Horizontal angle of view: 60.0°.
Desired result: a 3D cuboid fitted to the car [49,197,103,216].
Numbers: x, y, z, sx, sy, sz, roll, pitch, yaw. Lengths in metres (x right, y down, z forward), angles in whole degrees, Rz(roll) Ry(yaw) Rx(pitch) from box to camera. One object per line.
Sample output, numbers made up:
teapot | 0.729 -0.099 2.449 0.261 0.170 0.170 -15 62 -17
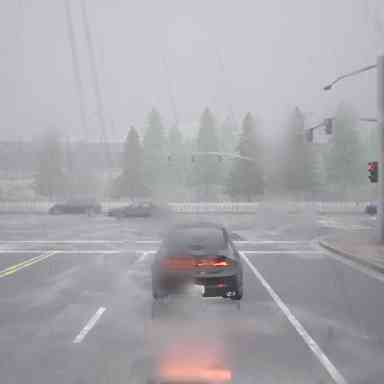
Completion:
car | -10.789 1.300 30.993 4.553 1.767 2.097 0 0 0

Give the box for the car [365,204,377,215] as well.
car | 18.735 1.422 30.775 5.008 1.535 1.882 0 0 1

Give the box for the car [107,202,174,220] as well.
car | -4.178 1.505 27.447 5.357 1.411 2.033 0 0 0

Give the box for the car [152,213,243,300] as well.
car | 0.172 1.505 8.401 1.837 1.490 4.892 0 0 2
